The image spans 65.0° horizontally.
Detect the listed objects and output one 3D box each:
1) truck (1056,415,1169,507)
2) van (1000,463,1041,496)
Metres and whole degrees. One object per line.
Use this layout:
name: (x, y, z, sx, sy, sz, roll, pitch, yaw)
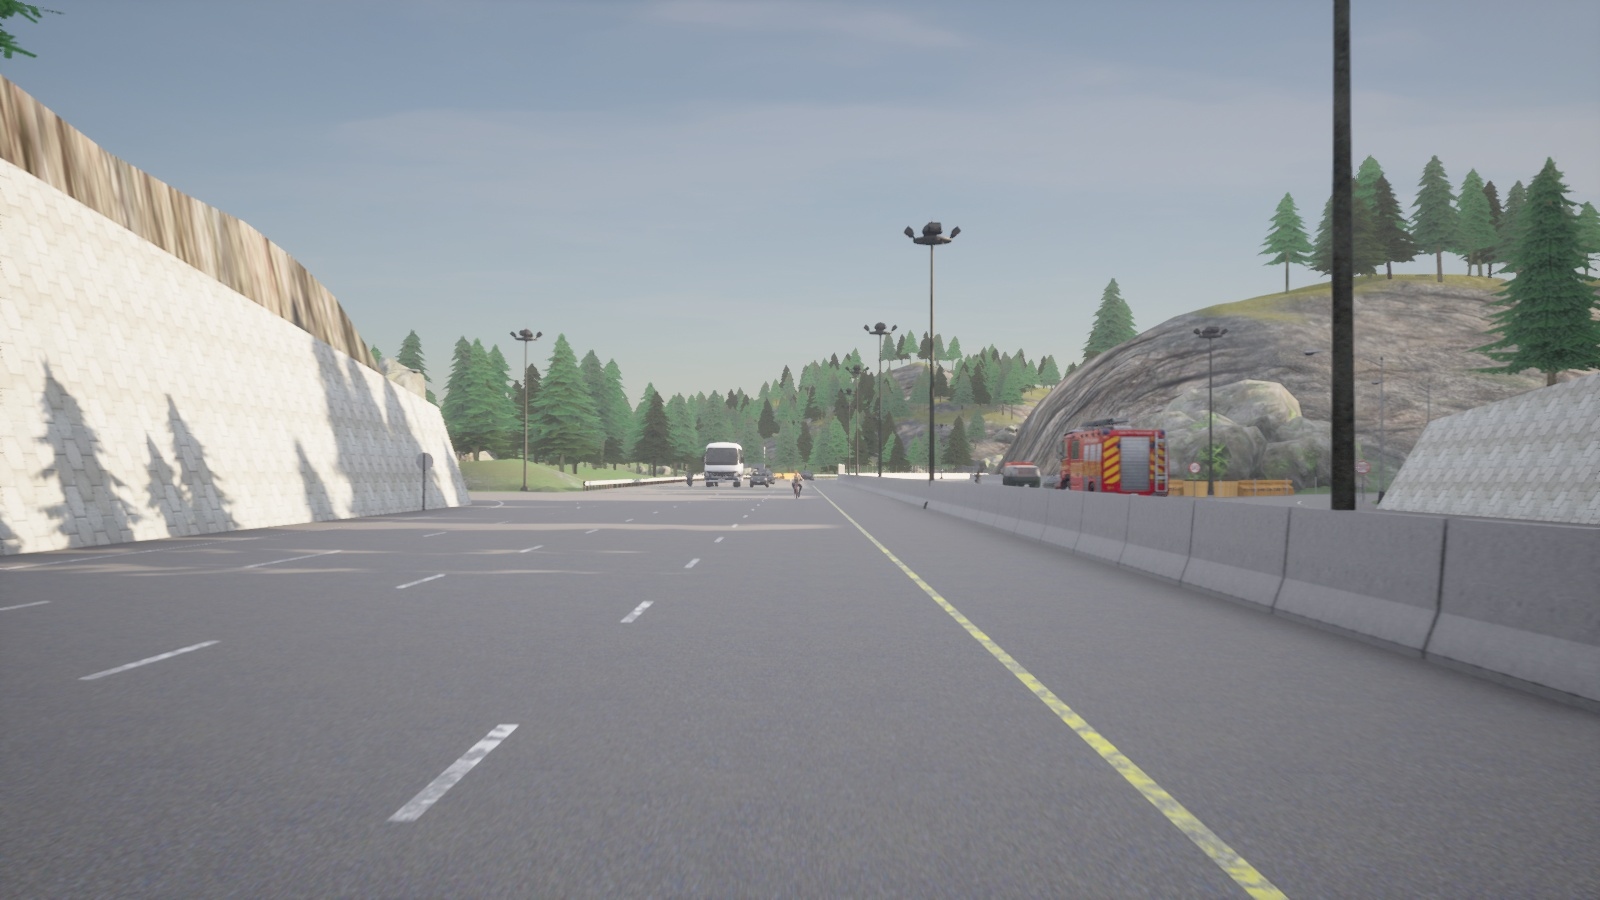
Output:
truck: (13.858, 0.540, 56.466, 2.891, 3.827, 8.468, 0, -1, 0)
van: (13.808, 1.830, 78.707, 1.775, 1.987, 4.442, 0, -1, 0)
